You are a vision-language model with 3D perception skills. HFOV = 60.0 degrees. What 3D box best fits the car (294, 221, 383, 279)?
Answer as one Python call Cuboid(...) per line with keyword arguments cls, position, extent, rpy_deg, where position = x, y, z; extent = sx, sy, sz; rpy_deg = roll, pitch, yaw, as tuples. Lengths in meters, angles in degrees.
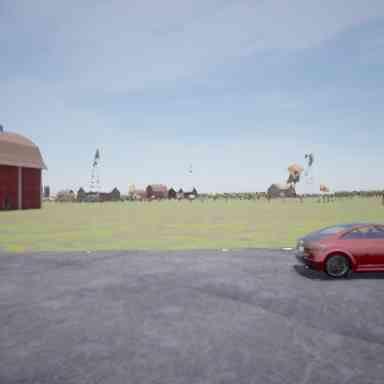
Cuboid(cls="car", position=(5.103, 1.540, 9.443), extent=(4.181, 1.385, 1.994), rpy_deg=(-1, -1, 0))
